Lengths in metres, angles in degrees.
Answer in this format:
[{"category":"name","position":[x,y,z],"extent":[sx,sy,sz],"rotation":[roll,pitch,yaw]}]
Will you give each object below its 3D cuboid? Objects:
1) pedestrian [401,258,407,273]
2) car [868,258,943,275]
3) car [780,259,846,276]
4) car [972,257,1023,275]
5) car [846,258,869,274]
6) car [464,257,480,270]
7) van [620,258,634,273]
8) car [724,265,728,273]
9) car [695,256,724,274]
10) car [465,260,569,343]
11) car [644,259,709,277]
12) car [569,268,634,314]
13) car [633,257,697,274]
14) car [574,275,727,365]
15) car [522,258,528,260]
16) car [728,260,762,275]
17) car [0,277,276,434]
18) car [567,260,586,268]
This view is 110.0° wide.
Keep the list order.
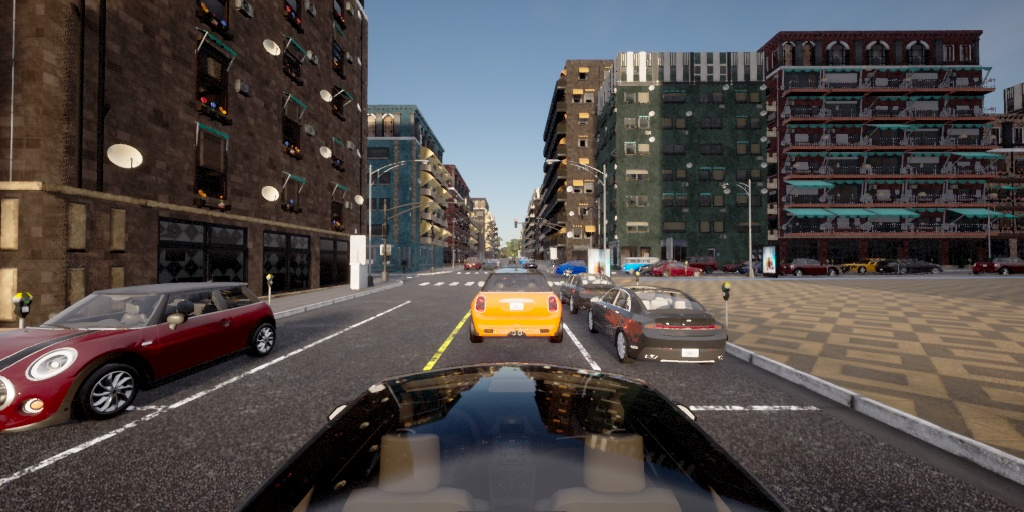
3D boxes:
[{"category":"pedestrian","position":[-12.519,1.097,41.600],"extent":[0.375,1.860,0.375],"rotation":[0,0,0]},{"category":"car","position":[35.905,0.955,32.500],"extent":[4.892,1.490,1.837],"rotation":[0,-1,0]},{"category":"car","position":[24.770,0.935,29.980],"extent":[4.097,1.591,1.967],"rotation":[0,0,0]},{"category":"car","position":[41.352,0.811,29.856],"extent":[4.097,1.591,1.967],"rotation":[0,0,0]},{"category":"car","position":[35.609,0.978,35.691],"extent":[5.008,1.535,1.882],"rotation":[0,-1,0]},{"category":"car","position":[-5.676,1.083,51.673],"extent":[2.192,1.841,5.009],"rotation":[0,0,0]},{"category":"van","position":[13.780,1.046,38.442],"extent":[3.998,1.789,1.690],"rotation":[0,0,0]},{"category":"car","position":[24.835,1.165,38.360],"extent":[4.507,1.381,1.888],"rotation":[0,0,0]},{"category":"car","position":[19.307,0.977,38.401],"extent":[5.009,1.841,2.192],"rotation":[0,0,0]},{"category":"car","position":[0.100,1.104,9.848],"extent":[2.097,1.767,4.553],"rotation":[0,0,0]},{"category":"car","position":[13.715,1.162,30.062],"extent":[4.207,1.307,1.802],"rotation":[0,0,0]},{"category":"car","position":[2.823,1.304,13.438],"extent":[2.007,1.370,4.403],"rotation":[0,0,0]},{"category":"car","position":[15.210,1.147,35.852],"extent":[4.902,1.511,2.128],"rotation":[0,-1,0]},{"category":"car","position":[2.822,1.302,7.868],"extent":[2.007,1.370,4.403],"rotation":[0,0,0]},{"category":"car","position":[2.704,1.334,51.631],"extent":[1.948,1.339,4.313],"rotation":[0,0,0]},{"category":"car","position":[25.160,1.126,35.778],"extent":[5.357,1.411,2.033],"rotation":[0,-1,0]},{"category":"car","position":[-5.818,1.191,5.635],"extent":[1.967,1.591,4.097],"rotation":[0,0,0]},{"category":"car","position":[6.445,1.153,32.720],"extent":[5.008,1.535,1.882],"rotation":[0,-1,0]}]
